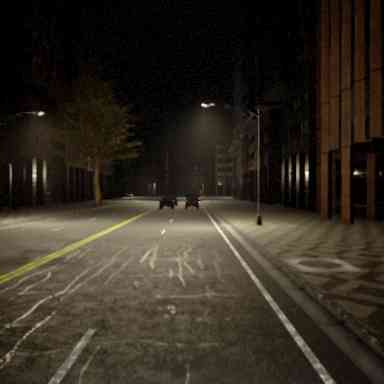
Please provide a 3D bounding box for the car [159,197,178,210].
[{"bbox_3d":[-3.246,1.502,43.352,1.837,1.490,4.892,0,0,0],"label":"car"}]

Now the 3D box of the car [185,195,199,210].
[{"bbox_3d":[0.004,1.502,43.768,1.837,1.490,4.892,0,0,0],"label":"car"}]

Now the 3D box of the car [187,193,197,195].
[{"bbox_3d":[0.004,1.218,54.218,2.150,2.045,5.566,0,0,0],"label":"car"}]
